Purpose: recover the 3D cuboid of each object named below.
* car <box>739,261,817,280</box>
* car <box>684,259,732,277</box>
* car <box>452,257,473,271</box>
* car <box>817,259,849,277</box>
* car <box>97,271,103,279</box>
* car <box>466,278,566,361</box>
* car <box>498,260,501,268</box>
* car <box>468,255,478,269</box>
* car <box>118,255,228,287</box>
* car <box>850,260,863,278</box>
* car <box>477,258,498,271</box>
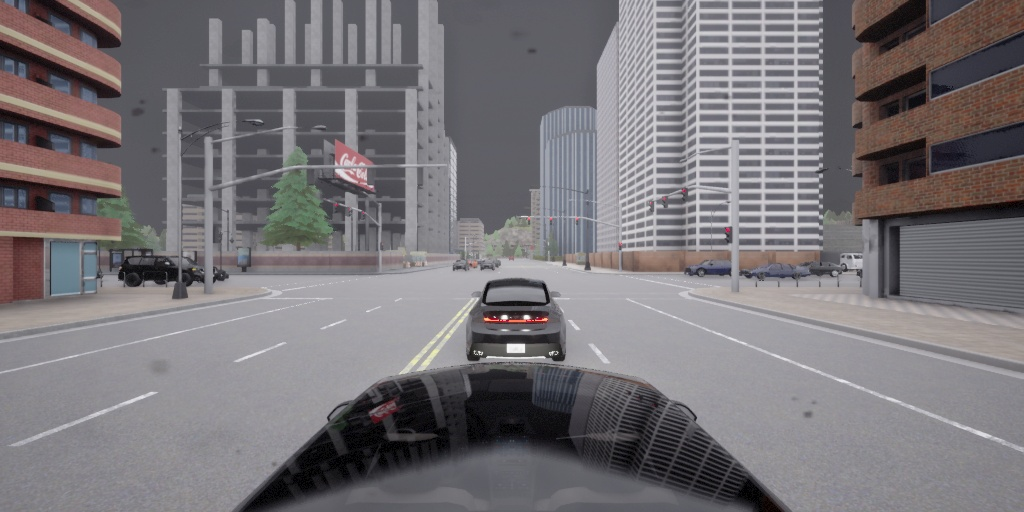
[{"bbox_3d":[22.803,1.297,31.215,5.357,1.411,2.033,0,0,0],"label":"car"},{"bbox_3d":[19.212,1.102,34.713,4.553,1.767,2.097,0,0,0],"label":"car"},{"bbox_3d":[-6.871,1.255,48.779,1.837,1.490,4.892,0,0,0],"label":"car"},{"bbox_3d":[29.062,1.255,34.709,4.892,1.490,1.837,0,0,0],"label":"car"},{"bbox_3d":[-34.879,1.297,27.483,5.357,1.411,2.033,0,0,0],"label":"car"},{"bbox_3d":[0.093,1.255,8.247,1.837,1.490,4.892,0,0,1],"label":"car"},{"bbox_3d":[-3.297,1.102,60.434,2.097,1.767,4.553,0,0,0],"label":"car"},{"bbox_3d":[-6.815,1.102,57.985,2.097,1.767,4.553,0,0,0],"label":"car"},{"bbox_3d":[-22.815,0.972,23.988,5.566,2.045,2.150,0,0,0],"label":"car"},{"bbox_3d":[32.715,1.314,31.206,4.181,1.385,1.994,0,0,0],"label":"car"},{"bbox_3d":[-3.363,1.255,50.309,1.837,1.490,4.892,0,0,0],"label":"car"}]
